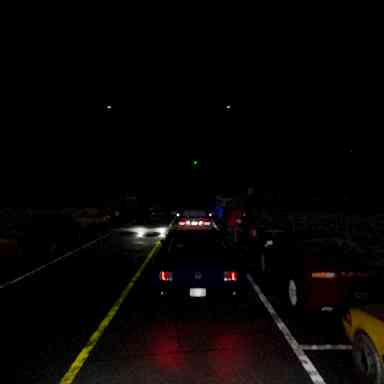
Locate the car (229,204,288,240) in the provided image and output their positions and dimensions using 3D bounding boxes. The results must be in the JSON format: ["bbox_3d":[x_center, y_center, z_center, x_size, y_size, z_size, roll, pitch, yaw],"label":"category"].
[{"bbox_3d":[2.781,1.448,13.093,1.967,1.590,4.097,0,0,0],"label":"car"}]

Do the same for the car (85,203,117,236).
[{"bbox_3d":[-5.736,1.538,18.375,1.752,1.417,4.829,0,0,0],"label":"car"}]

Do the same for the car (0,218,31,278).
[{"bbox_3d":[-5.753,1.530,7.500,1.752,1.417,4.829,0,0,0],"label":"car"}]

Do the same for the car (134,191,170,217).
[{"bbox_3d":[-2.958,0.898,26.769,2.150,2.045,5.566,0,0,0],"label":"car"}]

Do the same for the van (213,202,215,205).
[{"bbox_3d":[2.807,1.362,29.406,1.690,1.788,3.998,0,0,0],"label":"van"}]

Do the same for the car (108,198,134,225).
[{"bbox_3d":[-5.727,1.457,23.982,1.967,1.590,4.097,0,0,0],"label":"car"}]

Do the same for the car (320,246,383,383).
[{"bbox_3d":[2.764,1.527,2.388,1.752,1.417,4.829,0,0,0],"label":"car"}]

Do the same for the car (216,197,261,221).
[{"bbox_3d":[2.789,1.327,18.531,2.192,1.841,5.009,0,0,0],"label":"car"}]

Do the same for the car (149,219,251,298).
[{"bbox_3d":[0.114,1.606,8.499,1.895,1.301,4.718,0,0,0],"label":"car"}]

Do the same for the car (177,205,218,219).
[{"bbox_3d":[0.127,1.560,18.481,2.033,1.411,5.357,0,0,0],"label":"car"}]

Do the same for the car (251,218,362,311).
[{"bbox_3d":[2.772,1.549,7.656,1.887,1.381,4.507,0,0,0],"label":"car"}]

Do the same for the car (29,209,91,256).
[{"bbox_3d":[-5.744,1.574,13.107,1.947,1.339,4.313,0,0,0],"label":"car"}]
